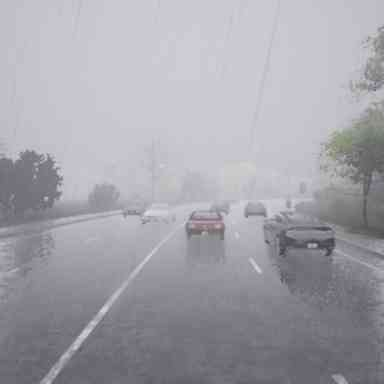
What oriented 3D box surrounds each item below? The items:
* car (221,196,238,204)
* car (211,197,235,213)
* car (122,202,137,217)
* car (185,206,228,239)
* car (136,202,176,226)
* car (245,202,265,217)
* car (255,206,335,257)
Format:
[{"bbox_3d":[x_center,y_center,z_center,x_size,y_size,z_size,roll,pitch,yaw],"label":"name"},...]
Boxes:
[{"bbox_3d":[7.464,1.627,63.285,1.994,1.385,4.181,0,0,22],"label":"car"},{"bbox_3d":[3.067,1.586,35.276,2.033,1.411,5.357,0,0,11],"label":"car"},{"bbox_3d":[-4.929,1.581,30.801,1.994,1.385,4.181,0,0,9],"label":"car"},{"bbox_3d":[0.775,1.618,17.620,1.895,1.301,4.718,0,0,4],"label":"car"},{"bbox_3d":[-2.315,1.544,24.113,1.812,1.442,4.674,0,0,7],"label":"car"},{"bbox_3d":[6.006,1.605,31.560,1.994,1.385,4.181,0,0,10],"label":"car"},{"bbox_3d":[3.998,1.509,13.106,2.128,1.511,4.902,0,0,3],"label":"car"}]
